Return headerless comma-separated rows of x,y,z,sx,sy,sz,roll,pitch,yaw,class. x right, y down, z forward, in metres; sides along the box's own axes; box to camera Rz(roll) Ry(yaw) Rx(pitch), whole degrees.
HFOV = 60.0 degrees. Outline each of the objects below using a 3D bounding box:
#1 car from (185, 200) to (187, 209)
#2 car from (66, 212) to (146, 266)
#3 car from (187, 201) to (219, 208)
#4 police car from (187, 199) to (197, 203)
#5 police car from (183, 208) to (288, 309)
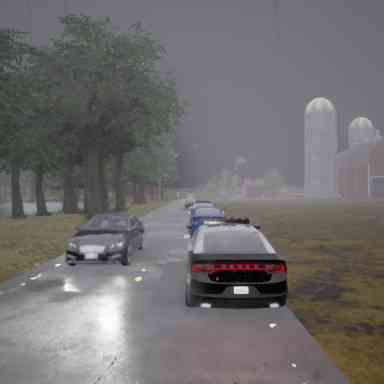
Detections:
-0.040,1.700,47.064,1.895,1.301,4.718,0,0,1,car
-2.768,1.496,11.581,2.128,1.511,4.902,0,0,0,car
0.799,1.487,17.998,1.882,1.535,5.008,0,0,0,car
0.791,1.443,24.108,1.930,1.638,5.238,0,0,0,police car
0.813,1.428,8.107,1.930,1.638,5.238,0,0,0,police car
